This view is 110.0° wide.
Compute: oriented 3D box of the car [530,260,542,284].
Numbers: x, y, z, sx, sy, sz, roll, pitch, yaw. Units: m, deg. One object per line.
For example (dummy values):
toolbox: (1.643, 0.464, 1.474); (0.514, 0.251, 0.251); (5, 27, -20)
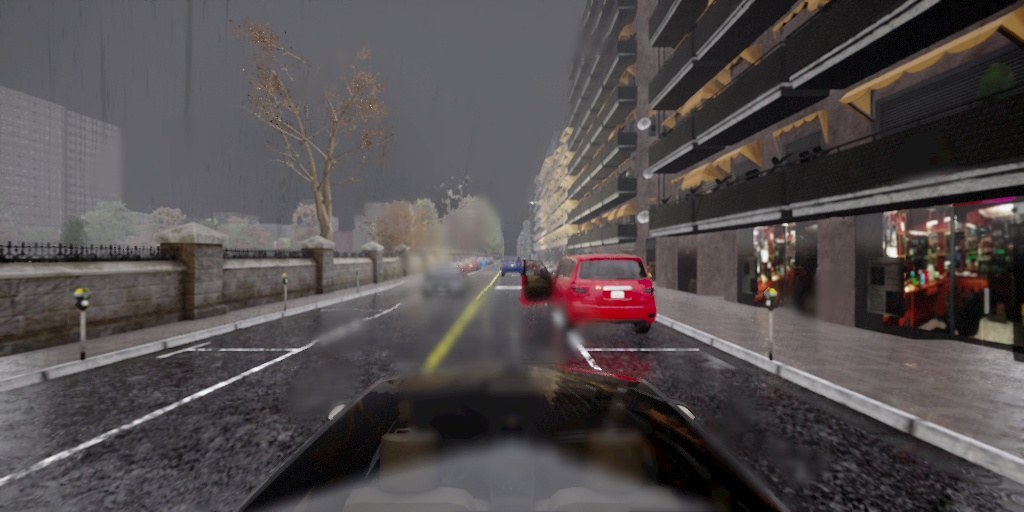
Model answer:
car: (2.690, 1.296, 28.853); (1.888, 1.381, 4.507); (0, 0, 0)

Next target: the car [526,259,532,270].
car: (2.689, 1.350, 51.371); (1.802, 1.307, 4.207); (0, 0, 0)

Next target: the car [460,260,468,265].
car: (-5.692, 1.333, 34.484); (1.802, 1.307, 4.207); (0, 0, 0)

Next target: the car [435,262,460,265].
car: (-5.691, 1.316, 28.854); (1.948, 1.339, 4.313); (0, 0, 0)

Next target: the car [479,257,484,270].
car: (-5.692, 1.083, 51.371); (2.192, 1.841, 5.009); (0, 0, 0)

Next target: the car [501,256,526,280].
car: (0.053, 0.975, 36.516); (2.150, 2.045, 5.566); (0, 0, 0)

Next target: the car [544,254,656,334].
car: (2.394, 0.971, 10.811); (2.150, 2.045, 5.566); (0, 0, 0)

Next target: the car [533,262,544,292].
car: (2.689, 1.301, 23.223); (2.007, 1.370, 4.403); (0, 0, 0)

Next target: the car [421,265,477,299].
car: (-3.101, 1.314, 17.831); (1.994, 1.385, 4.181); (0, 0, 0)

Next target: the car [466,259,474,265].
car: (-5.691, 1.298, 40.112); (1.888, 1.381, 4.507); (0, 0, 0)

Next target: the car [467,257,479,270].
car: (-5.691, 1.200, 45.740); (1.967, 1.591, 4.097); (0, 0, 0)
